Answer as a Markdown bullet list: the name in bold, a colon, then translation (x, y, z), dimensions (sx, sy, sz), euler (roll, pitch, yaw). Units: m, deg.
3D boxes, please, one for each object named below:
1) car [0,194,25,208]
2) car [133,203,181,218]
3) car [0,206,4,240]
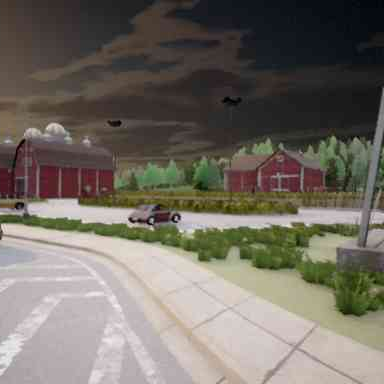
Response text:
- **car**: translation (-20.644, 1.111, 36.371), dimensions (1.932, 1.855, 4.605), euler (0, 0, 37)
- **car**: translation (-2.525, 1.476, 23.068), dimensions (1.784, 1.438, 3.905), euler (0, 0, 37)
- **car**: translation (-9.264, 1.423, 12.045), dimensions (1.816, 1.474, 4.193), euler (0, 0, 37)
